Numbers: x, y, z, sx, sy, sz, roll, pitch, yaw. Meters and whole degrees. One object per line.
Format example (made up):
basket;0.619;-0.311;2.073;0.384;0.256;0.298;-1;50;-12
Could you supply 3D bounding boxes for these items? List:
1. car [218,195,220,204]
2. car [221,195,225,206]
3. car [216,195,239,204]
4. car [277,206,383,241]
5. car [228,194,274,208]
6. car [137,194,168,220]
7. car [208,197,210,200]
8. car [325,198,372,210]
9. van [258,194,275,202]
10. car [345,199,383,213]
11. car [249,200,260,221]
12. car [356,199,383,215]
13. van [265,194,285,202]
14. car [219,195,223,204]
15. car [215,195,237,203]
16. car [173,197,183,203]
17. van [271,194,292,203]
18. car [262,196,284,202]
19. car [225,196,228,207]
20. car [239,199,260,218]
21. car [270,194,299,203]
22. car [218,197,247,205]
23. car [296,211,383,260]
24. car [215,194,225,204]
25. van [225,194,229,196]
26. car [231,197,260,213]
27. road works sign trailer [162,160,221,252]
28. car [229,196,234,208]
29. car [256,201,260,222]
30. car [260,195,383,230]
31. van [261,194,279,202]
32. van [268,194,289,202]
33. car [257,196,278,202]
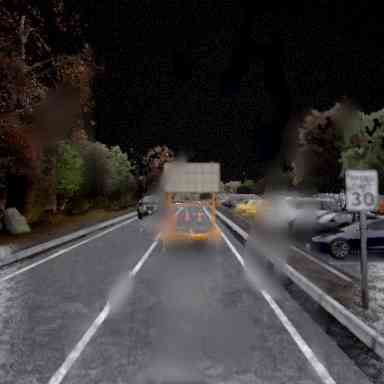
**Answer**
car;7.124;1.605;54.181;4.792;1.488;2.163;0;0;0
car;7.077;1.581;48.629;4.792;1.488;2.163;0;0;0
car;7.239;1.511;68.062;4.553;1.767;2.185;0;0;0
car;6.831;1.586;15.326;5.008;1.535;2.097;0;0;0
car;7.067;1.391;40.303;4.553;1.767;2.185;0;0;0
car;-3.320;1.240;29.064;2.150;2.045;5.566;0;0;0
car;7.416;1.447;81.942;5.566;2.045;2.435;0;0;0
car;20.143;1.518;42.900;5.008;1.535;2.097;0;0;0
van;20.676;1.673;92.742;4.442;1.987;1.878;0;-1;0
car;20.121;1.532;37.362;4.792;1.488;2.163;0;0;0
car;6.902;1.551;23.655;4.892;1.521;2.231;0;0;0
car;20.098;1.532;34.723;4.792;1.488;2.163;0;0;1
van;20.350;1.465;81.816;4.442;1.987;1.878;0;-1;0
car;7.101;1.593;51.405;4.792;1.488;2.163;0;0;0
car;7.262;1.524;70.838;4.553;1.767;2.185;0;0;0
car;-3.000;1.708;70.790;1.994;1.385;4.181;0;0;0
van;20.537;1.440;76.266;4.442;1.987;1.878;0;0;0
car;20.494;1.729;84.431;5.008;1.535;2.097;0;-1;0
car;7.089;1.556;43.076;4.792;1.488;2.163;0;0;0
car;6.734;1.535;26.432;5.366;1.575;1.946;0;0;0
car;20.368;1.402;73.497;5.566;2.045;2.435;0;0;0
car;7.206;1.601;59.733;4.892;1.521;2.231;0;0;0
car;6.773;1.627;12.551;4.792;1.488;2.163;0;0;0
car;6.991;1.585;56.959;5.366;1.575;1.946;0;0;0
van;7.199;1.313;45.853;4.442;1.987;1.878;0;0;0
car;6.781;1.514;32.105;5.366;1.575;1.946;0;0;0
road works sign trailer;-0.011;0.470;13.980;2.380;3.560;2.880;0;0;0
car;7.007;1.512;37.524;4.892;1.521;2.231;0;0;0
car;7.058;1.559;20.877;5.366;1.575;1.946;0;0;0
car;6.877;1.323;18.101;5.566;2.045;2.435;0;0;0
van;20.395;1.560;87.206;4.442;1.987;1.878;0;-1;0
van;20.559;1.452;78.911;4.442;1.987;1.878;0;0;0
car;20.351;1.839;89.970;5.366;1.575;1.946;0;-1;0
